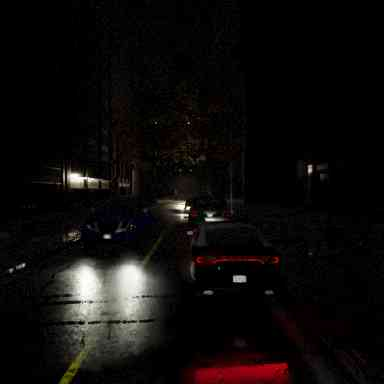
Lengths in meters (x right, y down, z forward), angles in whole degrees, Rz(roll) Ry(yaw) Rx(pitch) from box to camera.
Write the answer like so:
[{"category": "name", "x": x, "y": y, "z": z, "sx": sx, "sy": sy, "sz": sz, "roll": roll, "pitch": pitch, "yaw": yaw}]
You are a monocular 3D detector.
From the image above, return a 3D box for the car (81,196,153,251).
[{"category": "car", "x": -3.018, "y": 1.223, "z": 14.575, "sx": 2.150, "sy": 2.045, "sz": 5.566, "roll": 0, "pitch": 0, "yaw": 0}]

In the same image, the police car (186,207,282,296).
[{"category": "police car", "x": 0.890, "y": 1.426, "z": 8.819, "sx": 1.930, "sy": 1.638, "sz": 5.238, "roll": 0, "pitch": 0, "yaw": 0}]

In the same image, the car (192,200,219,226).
[{"category": "car", "x": 0.868, "y": 1.464, "z": 24.899, "sx": 1.801, "sy": 1.575, "sz": 5.366, "roll": 0, "pitch": 0, "yaw": 0}]

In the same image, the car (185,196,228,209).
[{"category": "car", "x": 0.876, "y": 1.229, "z": 18.740, "sx": 2.150, "sy": 2.045, "sz": 5.566, "roll": 0, "pitch": 0, "yaw": 0}]

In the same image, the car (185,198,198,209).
[{"category": "car", "x": -0.049, "y": 1.552, "z": 46.053, "sx": 1.812, "sy": 1.442, "sz": 4.674, "roll": 0, "pitch": 0, "yaw": 0}]

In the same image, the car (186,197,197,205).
[{"category": "car", "x": -0.079, "y": 1.646, "z": 60.120, "sx": 1.895, "sy": 1.301, "sz": 4.718, "roll": 0, "pitch": 0, "yaw": 0}]
